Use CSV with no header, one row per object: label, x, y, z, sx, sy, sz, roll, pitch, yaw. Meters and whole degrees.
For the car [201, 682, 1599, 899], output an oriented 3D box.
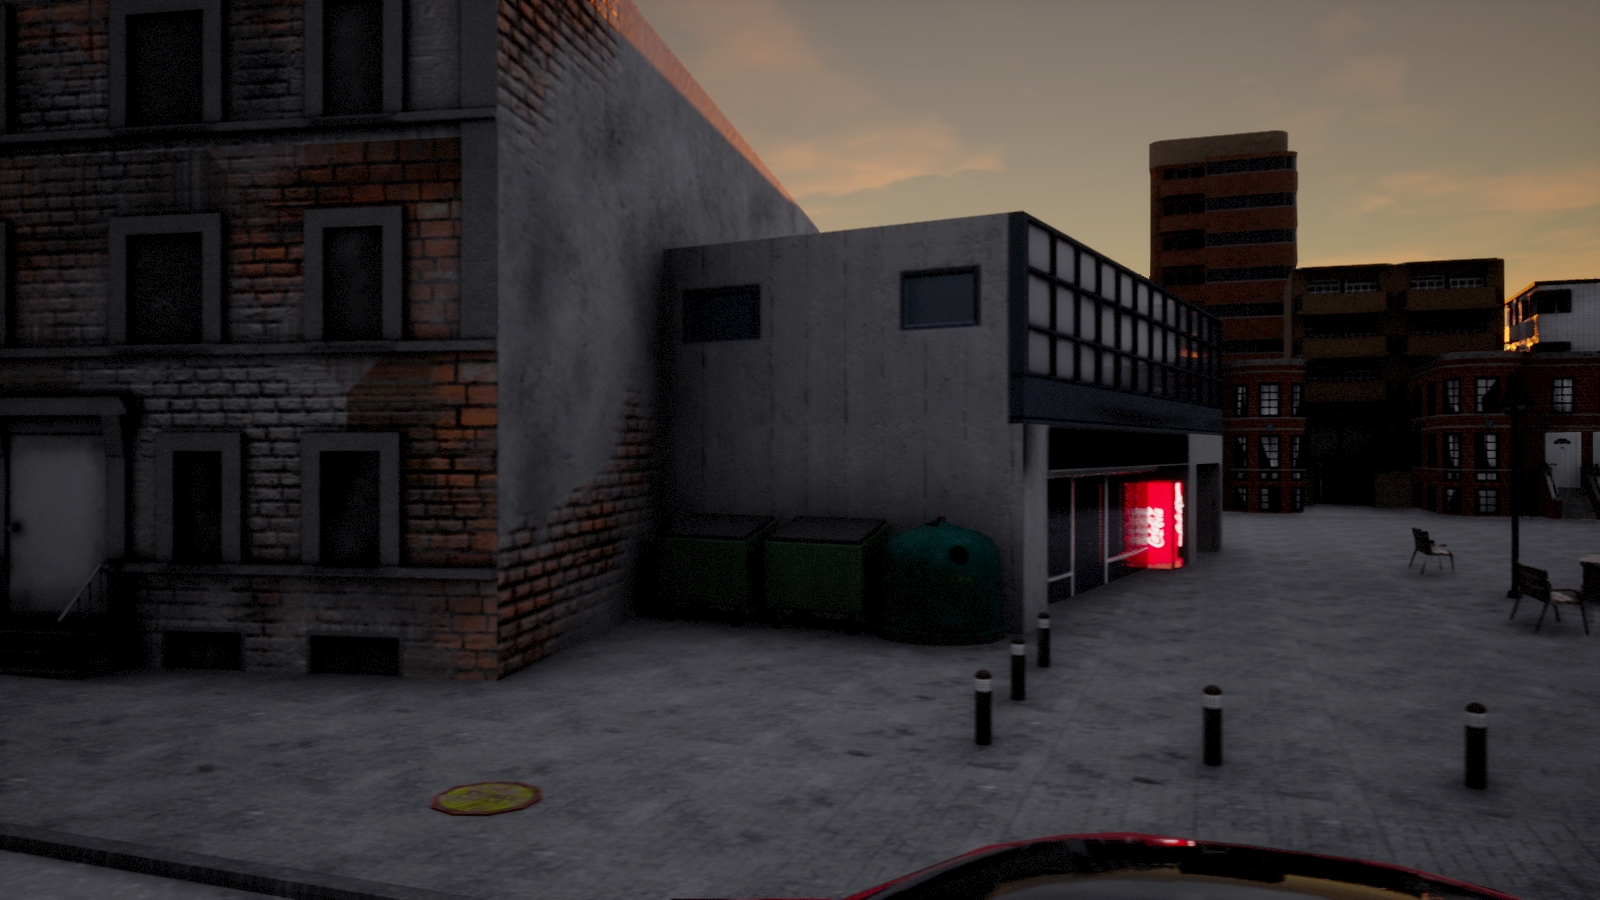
car,0.967,1.842,3.484,4.892,1.480,2.231,0,0,20
